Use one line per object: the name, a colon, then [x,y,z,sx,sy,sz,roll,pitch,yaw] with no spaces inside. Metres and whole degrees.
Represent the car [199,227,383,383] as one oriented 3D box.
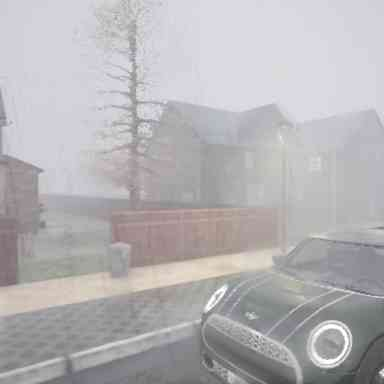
car: [2.299,1.365,4.713,4.553,1.767,2.097,0,0,-35]
